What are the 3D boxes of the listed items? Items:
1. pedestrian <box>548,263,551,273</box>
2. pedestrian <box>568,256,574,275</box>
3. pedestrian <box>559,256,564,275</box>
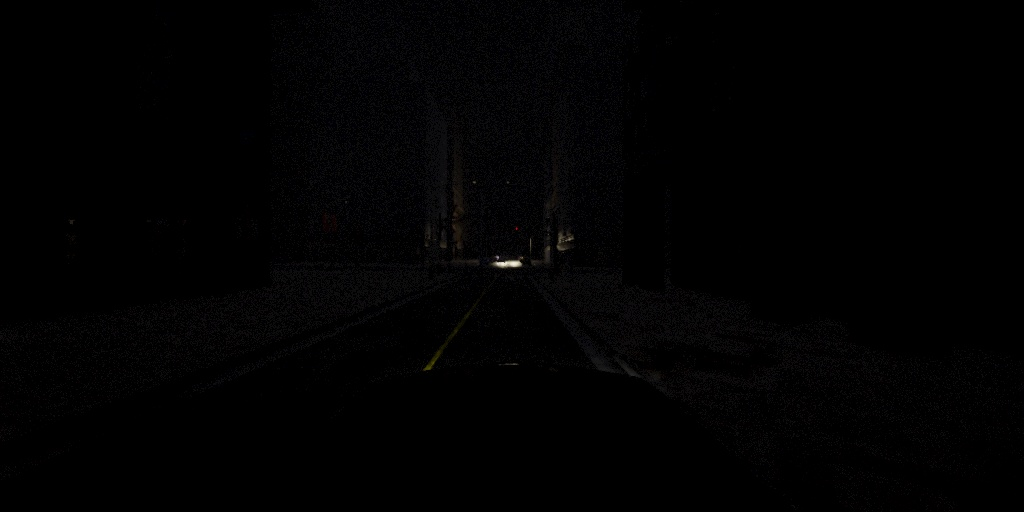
[{"bbox_3d":[3.637,1.240,34.639,0.500,1.100,0.500,0,0,0],"label":"pedestrian"},{"bbox_3d":[5.638,0.902,34.040,0.375,1.860,0.375,0,0,0],"label":"pedestrian"},{"bbox_3d":[4.638,0.876,33.440,0.375,1.860,0.375,0,0,0],"label":"pedestrian"}]
